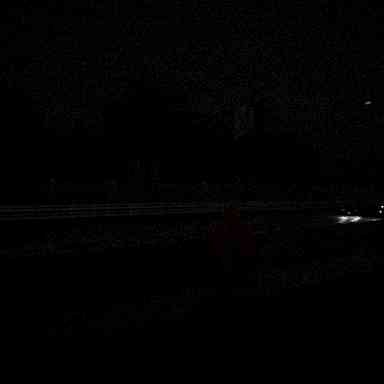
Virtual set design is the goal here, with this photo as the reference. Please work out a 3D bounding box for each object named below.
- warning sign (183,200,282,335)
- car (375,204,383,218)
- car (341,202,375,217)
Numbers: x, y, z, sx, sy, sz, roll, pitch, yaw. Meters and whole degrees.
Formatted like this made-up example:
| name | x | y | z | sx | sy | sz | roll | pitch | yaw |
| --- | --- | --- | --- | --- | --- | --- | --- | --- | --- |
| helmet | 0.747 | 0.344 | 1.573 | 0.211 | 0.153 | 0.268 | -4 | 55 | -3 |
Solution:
| name | x | y | z | sx | sy | sz | roll | pitch | yaw |
| --- | --- | --- | --- | --- | --- | --- | --- | --- | --- |
| warning sign | 0.651 | 1.112 | 5.603 | 1.060 | 1.860 | 1.300 | -1 | 2 | -35 |
| car | 19.735 | 1.358 | 30.967 | 5.566 | 2.045 | 2.150 | 1 | 0 | -35 |
| car | 17.259 | 1.679 | 33.501 | 5.357 | 1.411 | 2.033 | 1 | 0 | -35 |
